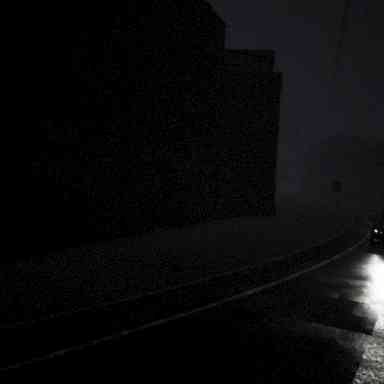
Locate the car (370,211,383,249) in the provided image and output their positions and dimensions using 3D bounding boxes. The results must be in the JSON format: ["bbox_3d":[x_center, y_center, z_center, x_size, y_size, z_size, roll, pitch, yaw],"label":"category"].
[{"bbox_3d":[8.430,1.396,13.311,2.128,1.511,4.902,1,1,35],"label":"car"}]
